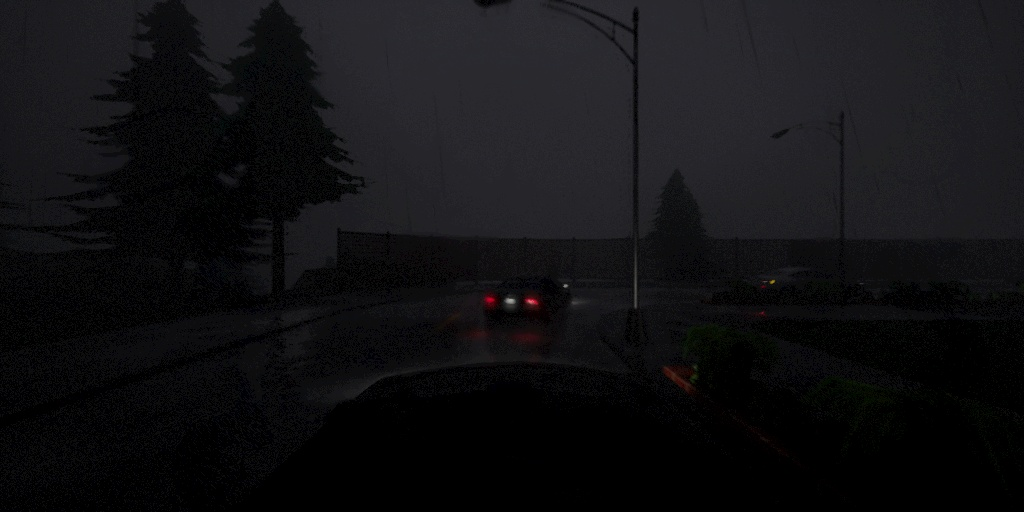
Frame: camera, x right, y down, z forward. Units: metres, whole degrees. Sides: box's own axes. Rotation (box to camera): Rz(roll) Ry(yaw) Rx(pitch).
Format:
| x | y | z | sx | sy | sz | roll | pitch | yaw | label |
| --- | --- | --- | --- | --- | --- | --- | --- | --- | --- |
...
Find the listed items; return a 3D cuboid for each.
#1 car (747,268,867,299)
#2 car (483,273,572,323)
| x | y | z | sx | sy | sz | roll | pitch | yaw | label |
| --- | --- | --- | --- | --- | --- | --- | --- | --- | --- |
| 13.506 | 1.263 | 16.587 | 4.674 | 1.442 | 1.812 | 0 | 0 | 1 | car |
| 0.737 | 1.291 | 12.216 | 2.033 | 1.411 | 5.357 | 0 | 0 | 18 | car |
